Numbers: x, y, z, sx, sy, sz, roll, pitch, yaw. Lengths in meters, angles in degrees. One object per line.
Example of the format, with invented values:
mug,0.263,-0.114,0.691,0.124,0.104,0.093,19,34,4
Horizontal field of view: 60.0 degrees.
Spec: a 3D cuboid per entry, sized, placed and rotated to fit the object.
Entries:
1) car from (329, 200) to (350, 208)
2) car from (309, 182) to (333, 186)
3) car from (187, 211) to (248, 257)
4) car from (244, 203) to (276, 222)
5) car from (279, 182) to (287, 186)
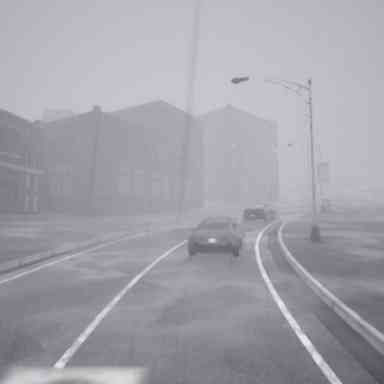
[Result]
car,23.897,1.977,54.691,4.718,1.301,1.895,0,-4,-34
car,33.448,-1.854,87.549,4.892,1.521,2.231,-1,-5,-1
car,1.109,1.711,13.790,1.994,1.385,4.181,-1,-1,11
car,5.890,1.703,28.578,1.882,1.535,5.008,-3,-1,26
car,22.507,-1.884,87.414,4.553,1.767,2.185,-1,-5,-1
